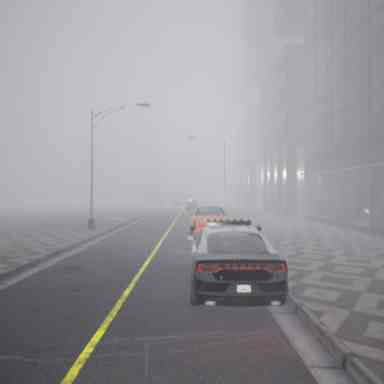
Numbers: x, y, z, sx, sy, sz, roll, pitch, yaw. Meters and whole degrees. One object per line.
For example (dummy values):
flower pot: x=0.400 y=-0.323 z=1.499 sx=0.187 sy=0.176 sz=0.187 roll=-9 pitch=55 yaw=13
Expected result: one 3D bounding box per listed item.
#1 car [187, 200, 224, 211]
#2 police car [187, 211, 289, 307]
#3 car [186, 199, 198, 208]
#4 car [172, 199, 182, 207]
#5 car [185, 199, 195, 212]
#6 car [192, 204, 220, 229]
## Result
car: x=0.912 y=1.505 z=18.216 sx=2.097 sy=1.767 sz=4.553 roll=0 pitch=-1 yaw=0
police car: x=0.905 y=1.494 z=8.355 sx=1.930 sy=1.638 sz=5.238 roll=0 pitch=0 yaw=0
car: x=0.046 y=2.070 z=59.703 sx=2.128 sy=1.511 sz=4.902 roll=0 pitch=-1 yaw=0
car: x=-2.948 y=2.206 z=66.962 sx=2.033 sy=1.411 sz=5.357 roll=0 pitch=-1 yaw=0
car: x=0.047 y=2.027 z=45.844 sx=1.895 sy=1.301 sz=4.718 roll=0 pitch=-1 yaw=0
car: x=0.918 y=1.687 z=24.244 sx=1.882 sy=1.535 sz=5.008 roll=0 pitch=-1 yaw=0
